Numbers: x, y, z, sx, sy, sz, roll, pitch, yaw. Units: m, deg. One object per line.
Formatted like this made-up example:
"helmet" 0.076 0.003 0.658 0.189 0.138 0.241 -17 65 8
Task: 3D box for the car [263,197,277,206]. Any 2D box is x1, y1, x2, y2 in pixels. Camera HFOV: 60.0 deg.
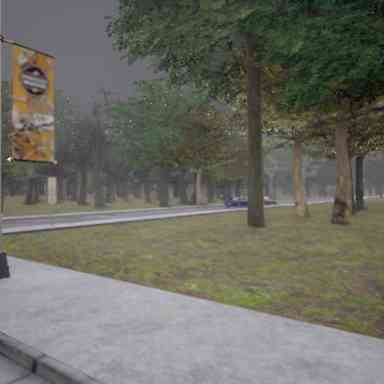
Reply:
"car" 12.368 1.500 54.995 1.812 1.442 4.674 0 0 35

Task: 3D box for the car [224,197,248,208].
"car" 6.389 1.455 46.526 1.882 1.535 5.008 0 0 36
